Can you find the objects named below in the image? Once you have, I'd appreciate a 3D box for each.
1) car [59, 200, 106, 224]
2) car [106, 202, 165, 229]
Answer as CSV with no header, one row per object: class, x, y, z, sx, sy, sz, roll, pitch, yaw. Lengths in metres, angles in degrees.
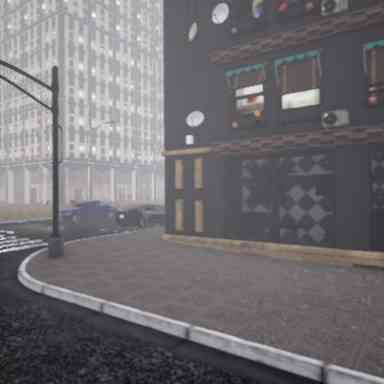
car,-7.195,1.305,22.892,1.812,1.442,4.674,0,1,35
car,-2.549,1.309,19.412,1.947,1.339,4.313,1,1,35
